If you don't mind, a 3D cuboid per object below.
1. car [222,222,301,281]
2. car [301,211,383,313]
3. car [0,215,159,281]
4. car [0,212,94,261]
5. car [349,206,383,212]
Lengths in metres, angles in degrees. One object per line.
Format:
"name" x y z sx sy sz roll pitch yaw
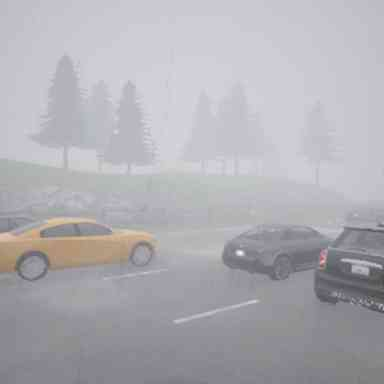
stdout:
"car" 2.936 1.633 10.144 4.181 1.385 1.994 0 0 -35
"car" 4.702 1.417 7.106 4.553 1.767 2.097 1 0 -35
"car" -3.368 1.502 9.958 5.008 1.535 1.882 0 0 -35
"car" -6.515 1.561 12.013 5.357 1.411 2.033 1 0 -35
"car" 14.272 1.790 26.821 4.181 1.385 1.994 1 0 -35
